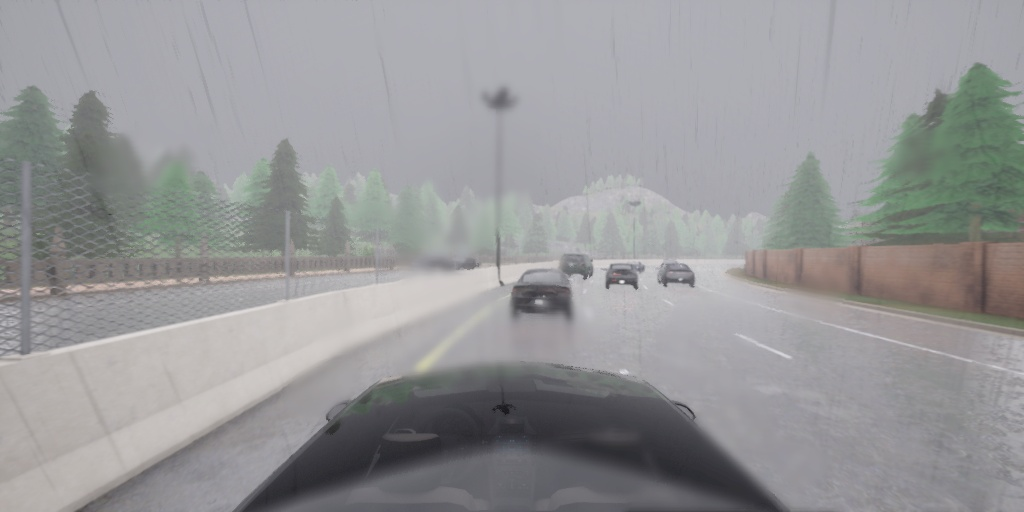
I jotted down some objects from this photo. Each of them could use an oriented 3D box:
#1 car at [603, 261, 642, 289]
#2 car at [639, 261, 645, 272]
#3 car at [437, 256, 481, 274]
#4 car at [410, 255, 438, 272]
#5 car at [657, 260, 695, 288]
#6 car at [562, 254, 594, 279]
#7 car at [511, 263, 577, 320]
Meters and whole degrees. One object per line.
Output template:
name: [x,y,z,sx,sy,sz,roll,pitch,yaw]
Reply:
car: [6.871,1.194,22.703,1.837,1.490,4.892,1,1,15]
car: [14.236,1.247,41.550,1.895,1.301,4.718,1,0,27]
car: [-4.647,0.873,33.710,1.882,1.535,5.008,1,0,19]
car: [-7.948,0.672,34.866,2.128,1.511,4.902,1,0,19]
car: [10.899,1.219,24.064,2.128,1.511,4.902,1,0,16]
car: [5.609,0.840,30.592,2.150,2.045,5.566,1,0,19]
car: [1.153,1.167,12.570,1.882,1.535,5.008,1,0,8]
